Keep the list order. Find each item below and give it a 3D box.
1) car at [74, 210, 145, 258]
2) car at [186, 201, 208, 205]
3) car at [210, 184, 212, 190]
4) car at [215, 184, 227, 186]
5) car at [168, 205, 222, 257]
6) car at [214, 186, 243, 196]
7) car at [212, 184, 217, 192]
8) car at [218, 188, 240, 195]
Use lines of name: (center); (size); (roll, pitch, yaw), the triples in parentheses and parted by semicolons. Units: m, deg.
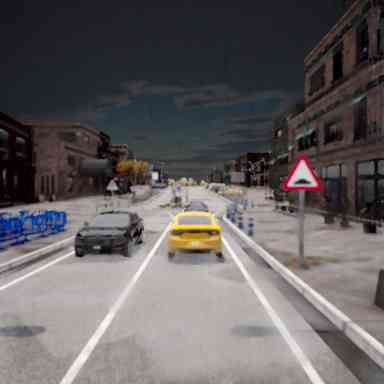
car: (-3.069, 1.511, 13.234); (1.882, 1.535, 5.008); (0, 0, 0)
car: (0.433, 1.482, 28.494); (1.994, 1.385, 4.181); (0, 1, 3)
car: (8.025, -0.739, 90.080); (4.892, 1.521, 2.231); (0, 2, -1)
car: (8.141, -0.310, 76.306); (4.553, 1.767, 2.185); (0, 2, -1)
car: (0.104, 1.513, 13.185); (1.882, 1.535, 5.008); (0, 0, 0)
car: (8.048, 0.060, 70.802); (5.366, 1.575, 1.946); (0, 3, -1)
car: (8.171, -0.554, 79.054); (5.566, 2.045, 2.435); (0, 2, -1)
car: (8.207, -0.023, 73.561); (4.674, 1.452, 2.002); (0, 2, -1)
